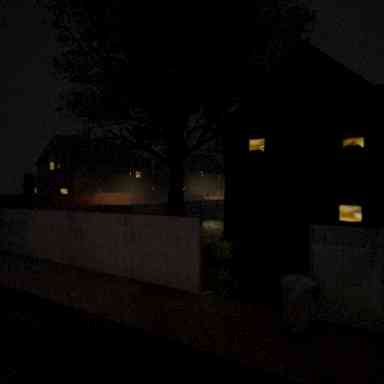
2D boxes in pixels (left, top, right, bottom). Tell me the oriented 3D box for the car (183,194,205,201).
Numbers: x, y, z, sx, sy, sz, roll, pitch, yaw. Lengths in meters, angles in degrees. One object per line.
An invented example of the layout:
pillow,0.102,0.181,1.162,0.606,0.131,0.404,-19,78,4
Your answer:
car,-0.322,0.975,37.595,1.837,1.490,4.892,2,2,35
